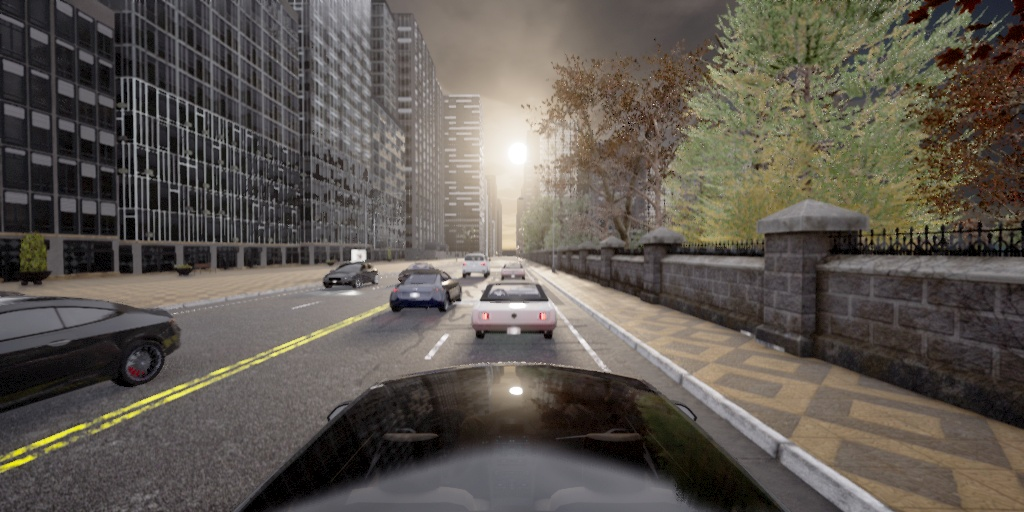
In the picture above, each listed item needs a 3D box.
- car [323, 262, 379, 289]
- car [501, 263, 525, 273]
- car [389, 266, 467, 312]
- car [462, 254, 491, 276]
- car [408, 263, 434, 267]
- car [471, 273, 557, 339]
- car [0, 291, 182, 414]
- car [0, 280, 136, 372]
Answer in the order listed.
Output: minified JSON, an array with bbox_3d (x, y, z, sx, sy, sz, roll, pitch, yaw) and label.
[{"bbox_3d":[-9.845,1.165,22.321,1.837,1.490,4.892,0,0,0],"label":"car"},{"bbox_3d":[0.089,1.233,29.294,1.895,1.301,4.718,0,0,0],"label":"car"},{"bbox_3d":[-3.164,1.260,13.917,1.994,1.385,4.181,0,0,2],"label":"car"},{"bbox_3d":[-3.147,0.843,32.200,2.150,2.045,5.566,0,0,0],"label":"car"},{"bbox_3d":[-6.594,1.193,25.905,2.033,1.411,5.357,0,0,0],"label":"car"},{"bbox_3d":[0.061,1.314,9.920,1.895,1.301,4.718,0,0,0],"label":"car"},{"bbox_3d":[-6.565,1.264,4.241,1.812,1.442,4.674,0,0,0],"label":"car"},{"bbox_3d":[-9.807,1.280,5.692,2.033,1.411,5.357,0,0,1],"label":"car"}]
